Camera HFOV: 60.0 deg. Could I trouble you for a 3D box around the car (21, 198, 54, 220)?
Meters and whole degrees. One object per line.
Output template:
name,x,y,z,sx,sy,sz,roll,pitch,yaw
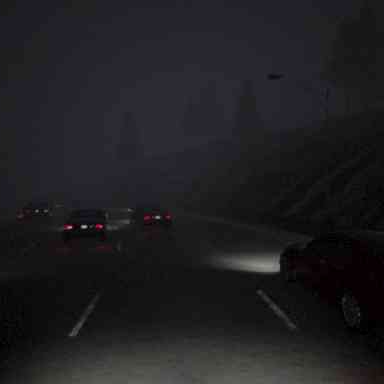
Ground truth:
car,-12.711,1.455,26.941,2.033,1.411,5.357,0,0,-28

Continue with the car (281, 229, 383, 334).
car,3.274,1.462,6.536,1.812,1.442,4.674,0,0,-5

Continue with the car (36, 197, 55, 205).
car,-20.142,1.391,44.302,2.033,1.411,5.357,-1,0,-44

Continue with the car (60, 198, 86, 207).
car,-16.420,1.410,45.546,1.895,1.301,4.718,0,0,-42

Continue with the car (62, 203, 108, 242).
car,-5.114,1.475,16.148,2.033,1.411,5.357,0,0,-15

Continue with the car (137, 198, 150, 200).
car,-5.178,1.370,35.105,1.994,1.385,4.181,0,0,-29

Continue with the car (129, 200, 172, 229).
car,-2.678,1.432,20.588,2.033,1.411,5.357,0,0,-19
